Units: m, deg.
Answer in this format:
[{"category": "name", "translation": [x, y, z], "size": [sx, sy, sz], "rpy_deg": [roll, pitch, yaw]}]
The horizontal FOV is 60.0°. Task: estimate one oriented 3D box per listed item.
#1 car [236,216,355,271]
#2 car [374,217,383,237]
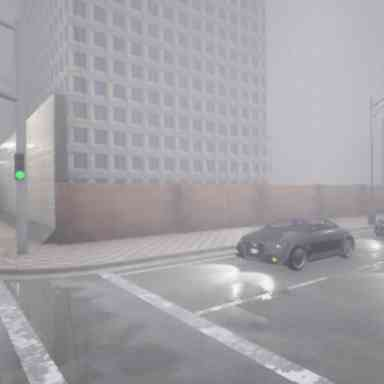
[{"category": "car", "translation": [3.395, 1.486, 10.713], "size": [4.181, 1.385, 1.994], "rpy_deg": [-1, 0, -36]}, {"category": "car", "translation": [10.528, 1.354, 15.788], "size": [4.674, 1.442, 1.812], "rpy_deg": [-1, 0, -35]}]
